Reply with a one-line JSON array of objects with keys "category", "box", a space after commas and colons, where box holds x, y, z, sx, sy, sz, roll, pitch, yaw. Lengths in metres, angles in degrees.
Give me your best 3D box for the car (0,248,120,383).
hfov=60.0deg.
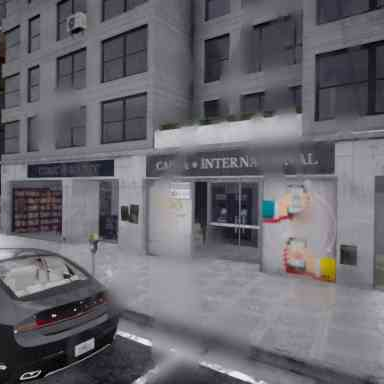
[{"category": "car", "box": [-3.011, 1.550, 5.095, 4.403, 1.369, 2.008, 0, 1, 35]}]
